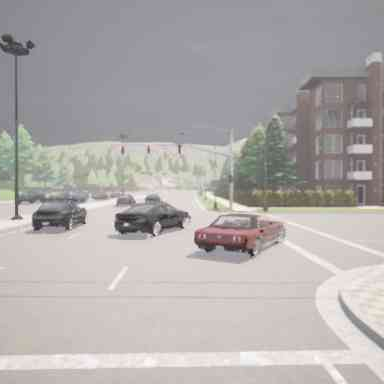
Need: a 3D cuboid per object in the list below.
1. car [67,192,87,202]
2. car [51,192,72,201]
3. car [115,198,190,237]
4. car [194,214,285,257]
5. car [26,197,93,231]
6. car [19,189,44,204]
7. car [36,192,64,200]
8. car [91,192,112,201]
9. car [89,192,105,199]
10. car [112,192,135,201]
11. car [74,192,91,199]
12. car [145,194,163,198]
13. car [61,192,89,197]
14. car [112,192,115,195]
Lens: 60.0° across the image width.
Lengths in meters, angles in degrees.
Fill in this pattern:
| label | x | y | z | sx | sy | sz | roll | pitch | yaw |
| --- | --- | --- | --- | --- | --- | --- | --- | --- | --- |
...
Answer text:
| label | x | y | z | sx | sy | sz | roll | pitch | yaw |
| --- | --- | --- | --- | --- | --- | --- | --- | --- | --- |
| car | -20.026 | 0.828 | 58.210 | 1.837 | 1.490 | 4.892 | 0 | 1 | 0 |
| car | -23.512 | 0.807 | 60.178 | 1.837 | 1.490 | 4.892 | 0 | 0 | 0 |
| car | -1.820 | 1.279 | 16.940 | 1.882 | 1.535 | 5.008 | -1 | 0 | 26 |
| car | 2.012 | 1.454 | 12.409 | 1.895 | 1.301 | 4.718 | 0 | 1 | 30 |
| car | -7.328 | 1.285 | 18.866 | 1.837 | 1.490 | 4.892 | 0 | 1 | -2 |
| car | -23.479 | 0.653 | 48.922 | 2.150 | 2.045 | 5.566 | 0 | 1 | 0 |
| car | -19.979 | 1.046 | 47.788 | 1.895 | 1.301 | 4.718 | 0 | 1 | 0 |
| car | -16.518 | 0.804 | 60.421 | 1.837 | 1.490 | 4.892 | 0 | 0 | 0 |
| car | -20.035 | 0.697 | 70.498 | 2.128 | 1.511 | 4.902 | 0 | 1 | 0 |
| car | -8.224 | 1.043 | 41.406 | 1.812 | 1.442 | 4.674 | 0 | 1 | -2 |
| car | -23.539 | 0.689 | 71.497 | 2.128 | 1.511 | 4.902 | 0 | 1 | 0 |
| car | -4.688 | 1.033 | 40.443 | 1.837 | 1.490 | 4.892 | 0 | 1 | -1 |
| car | -16.479 | 1.049 | 47.459 | 1.895 | 1.301 | 4.718 | 0 | 1 | 0 |
| car | -16.540 | 0.706 | 72.027 | 1.994 | 1.385 | 4.181 | 0 | 1 | 0 |
